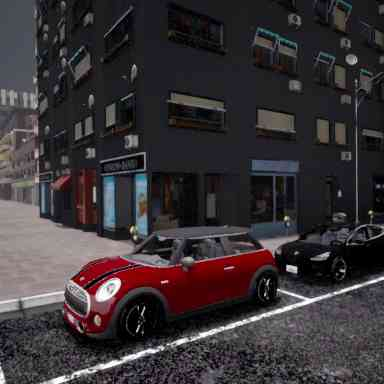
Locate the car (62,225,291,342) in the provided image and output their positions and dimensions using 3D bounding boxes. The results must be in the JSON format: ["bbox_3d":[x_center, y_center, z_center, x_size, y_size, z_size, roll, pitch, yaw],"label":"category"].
[{"bbox_3d":[-0.280,1.439,6.377,4.097,1.590,1.967,0,-1,-36],"label":"car"}]

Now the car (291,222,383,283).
[{"bbox_3d":[4.278,1.564,9.632,4.313,1.339,1.947,0,-1,-36],"label":"car"}]
